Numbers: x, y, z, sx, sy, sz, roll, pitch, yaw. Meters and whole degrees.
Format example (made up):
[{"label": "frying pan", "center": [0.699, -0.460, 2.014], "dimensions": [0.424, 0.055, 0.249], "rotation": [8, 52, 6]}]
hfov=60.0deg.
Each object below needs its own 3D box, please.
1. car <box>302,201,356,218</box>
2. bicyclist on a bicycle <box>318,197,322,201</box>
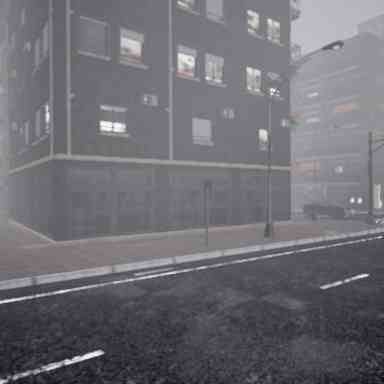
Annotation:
[{"label": "car", "center": [12.719, 1.609, 31.152], "dimensions": [2.128, 1.511, 4.902], "rotation": [-1, 0, -37]}, {"label": "bicyclist on a bicycle", "center": [15.951, 1.438, 41.479], "dimensions": [1.656, 1.620, 0.582], "rotation": [-1, 0, -36]}]
